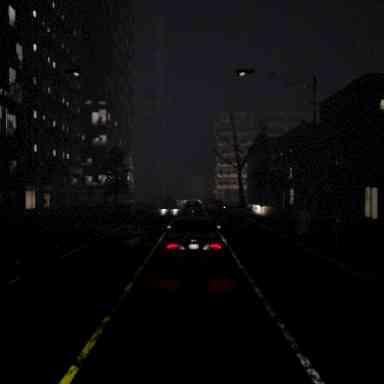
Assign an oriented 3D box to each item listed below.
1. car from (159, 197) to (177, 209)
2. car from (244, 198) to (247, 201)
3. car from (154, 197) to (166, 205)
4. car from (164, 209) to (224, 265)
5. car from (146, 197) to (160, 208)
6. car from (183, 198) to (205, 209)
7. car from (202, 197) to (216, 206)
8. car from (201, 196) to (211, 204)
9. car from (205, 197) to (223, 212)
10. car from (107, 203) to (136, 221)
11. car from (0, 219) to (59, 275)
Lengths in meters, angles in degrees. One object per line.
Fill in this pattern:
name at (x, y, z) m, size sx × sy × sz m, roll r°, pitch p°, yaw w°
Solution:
car at (-3.095, 1.535, 46.716) m, size 1.882 × 1.535 × 5.008 m, roll 0°, pitch 0°, yaw 0°
car at (16.297, 1.749, 90.033) m, size 4.403 × 1.369 × 2.008 m, roll 0°, pitch 0°, yaw 1°
car at (-5.843, 1.622, 61.309) m, size 1.887 × 1.381 × 4.507 m, roll -1°, pitch 0°, yaw 0°
car at (0.067, 1.562, 11.746) m, size 2.033 × 1.411 × 5.357 m, roll 0°, pitch 0°, yaw 0°
car at (-5.815, 1.613, 50.019) m, size 2.008 × 1.369 × 4.403 m, roll -1°, pitch 0°, yaw 0°
car at (0.083, 1.565, 32.456) m, size 1.812 × 1.442 × 4.674 m, roll 0°, pitch 0°, yaw 0°
car at (2.797, 1.620, 55.608) m, size 2.008 × 1.369 × 4.403 m, roll -1°, pitch 0°, yaw 0°
car at (2.794, 1.610, 67.067) m, size 1.752 × 1.417 × 4.829 m, roll -1°, pitch 0°, yaw 0°
car at (2.705, 1.629, 38.676) m, size 1.802 × 1.307 × 4.206 m, roll -1°, pitch 0°, yaw 0°
car at (-5.707, 1.578, 27.444) m, size 1.887 × 1.381 × 4.507 m, roll -1°, pitch 0°, yaw 0°
car at (-5.703, 1.579, 10.512) m, size 1.947 × 1.339 × 4.313 m, roll -1°, pitch 0°, yaw 0°
